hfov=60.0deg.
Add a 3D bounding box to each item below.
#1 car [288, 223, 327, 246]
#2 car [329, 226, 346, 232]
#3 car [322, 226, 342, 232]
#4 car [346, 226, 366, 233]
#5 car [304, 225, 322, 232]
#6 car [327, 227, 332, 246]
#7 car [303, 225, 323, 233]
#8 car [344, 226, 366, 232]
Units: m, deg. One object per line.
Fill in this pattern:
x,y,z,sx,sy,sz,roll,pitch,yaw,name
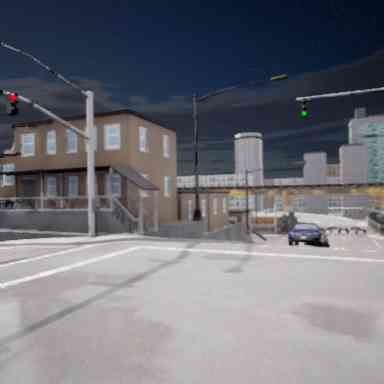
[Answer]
7.155,2.625,20.691,1.812,1.442,4.674,-2,-9,24,car
35.501,9.485,84.321,4.974,1.542,2.038,-1,-1,-13,car
35.548,9.326,84.334,4.536,1.218,1.853,-1,-1,-13,car
40.736,9.362,82.907,2.038,1.542,4.974,-1,-1,-38,car
31.247,9.433,86.196,1.853,1.218,4.536,-1,-1,-23,car
11.140,4.264,29.769,1.994,1.385,4.181,-1,-13,23,car
31.271,9.590,86.147,2.038,1.542,4.974,-1,-1,-23,car
40.701,9.206,82.950,1.853,1.218,4.536,-1,-1,-38,car
